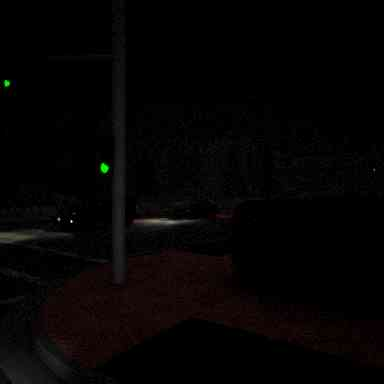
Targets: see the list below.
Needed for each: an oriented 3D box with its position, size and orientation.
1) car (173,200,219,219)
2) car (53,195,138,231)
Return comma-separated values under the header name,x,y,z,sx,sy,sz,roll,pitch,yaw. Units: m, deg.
name,x,y,z,sx,sy,sz,roll,pitch,yaw
car,0.393,1.478,29.389,1.882,1.535,5.008,0,0,39
car,-5.968,1.221,21.371,2.150,2.045,5.566,0,0,38
